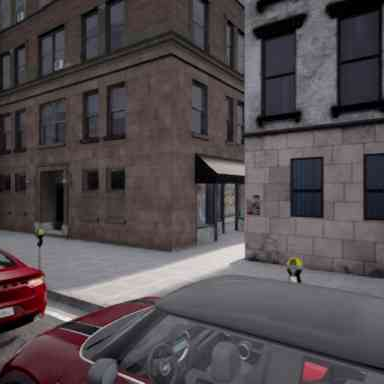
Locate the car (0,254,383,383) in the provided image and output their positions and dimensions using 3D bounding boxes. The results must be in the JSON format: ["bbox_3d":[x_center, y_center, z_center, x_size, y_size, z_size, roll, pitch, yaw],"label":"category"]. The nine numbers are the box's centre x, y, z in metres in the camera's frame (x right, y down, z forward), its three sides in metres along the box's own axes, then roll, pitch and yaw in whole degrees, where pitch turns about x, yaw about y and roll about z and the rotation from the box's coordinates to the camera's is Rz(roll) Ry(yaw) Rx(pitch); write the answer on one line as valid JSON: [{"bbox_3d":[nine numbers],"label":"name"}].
[{"bbox_3d":[0.230,1.439,2.641,4.097,1.590,1.967,0,0,35],"label":"car"}]

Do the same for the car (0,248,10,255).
[{"bbox_3d":[-4.419,1.541,5.908,4.507,1.381,1.887,0,0,35],"label":"car"}]
